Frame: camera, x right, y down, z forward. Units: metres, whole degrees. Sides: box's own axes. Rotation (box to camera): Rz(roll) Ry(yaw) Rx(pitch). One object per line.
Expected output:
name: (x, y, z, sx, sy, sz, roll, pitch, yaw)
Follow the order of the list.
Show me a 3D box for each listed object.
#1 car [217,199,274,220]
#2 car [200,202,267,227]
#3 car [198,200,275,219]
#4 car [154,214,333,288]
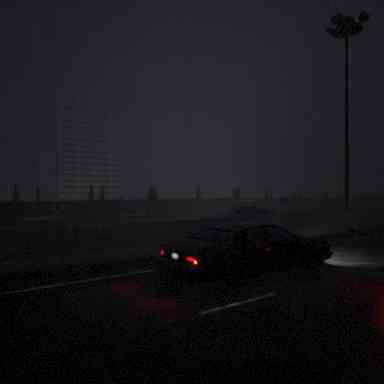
car: (4.673, 1.448, 28.831, 5.008, 1.535, 1.882, 0, 0, -35)
car: (2.951, 1.503, 23.302, 4.674, 1.442, 1.812, 0, 0, -36)
car: (2.574, 1.459, 18.733, 5.008, 1.535, 1.882, 0, 0, -36)
car: (1.638, 1.538, 9.217, 5.357, 1.411, 2.033, 0, 0, -36)
